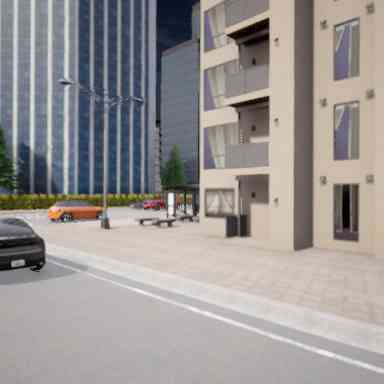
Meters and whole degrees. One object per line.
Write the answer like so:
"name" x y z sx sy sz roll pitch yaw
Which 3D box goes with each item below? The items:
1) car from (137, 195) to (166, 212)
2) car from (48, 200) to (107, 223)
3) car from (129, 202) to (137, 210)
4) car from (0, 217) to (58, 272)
"car" -3.881 1.398 42.998 2.150 2.045 5.566 0 0 44
"car" -9.142 1.460 26.991 2.097 1.767 4.553 0 0 41
"car" -6.382 1.700 45.427 1.812 1.442 4.674 0 0 43
"car" -6.032 1.515 9.896 4.892 1.490 1.837 0 0 44
